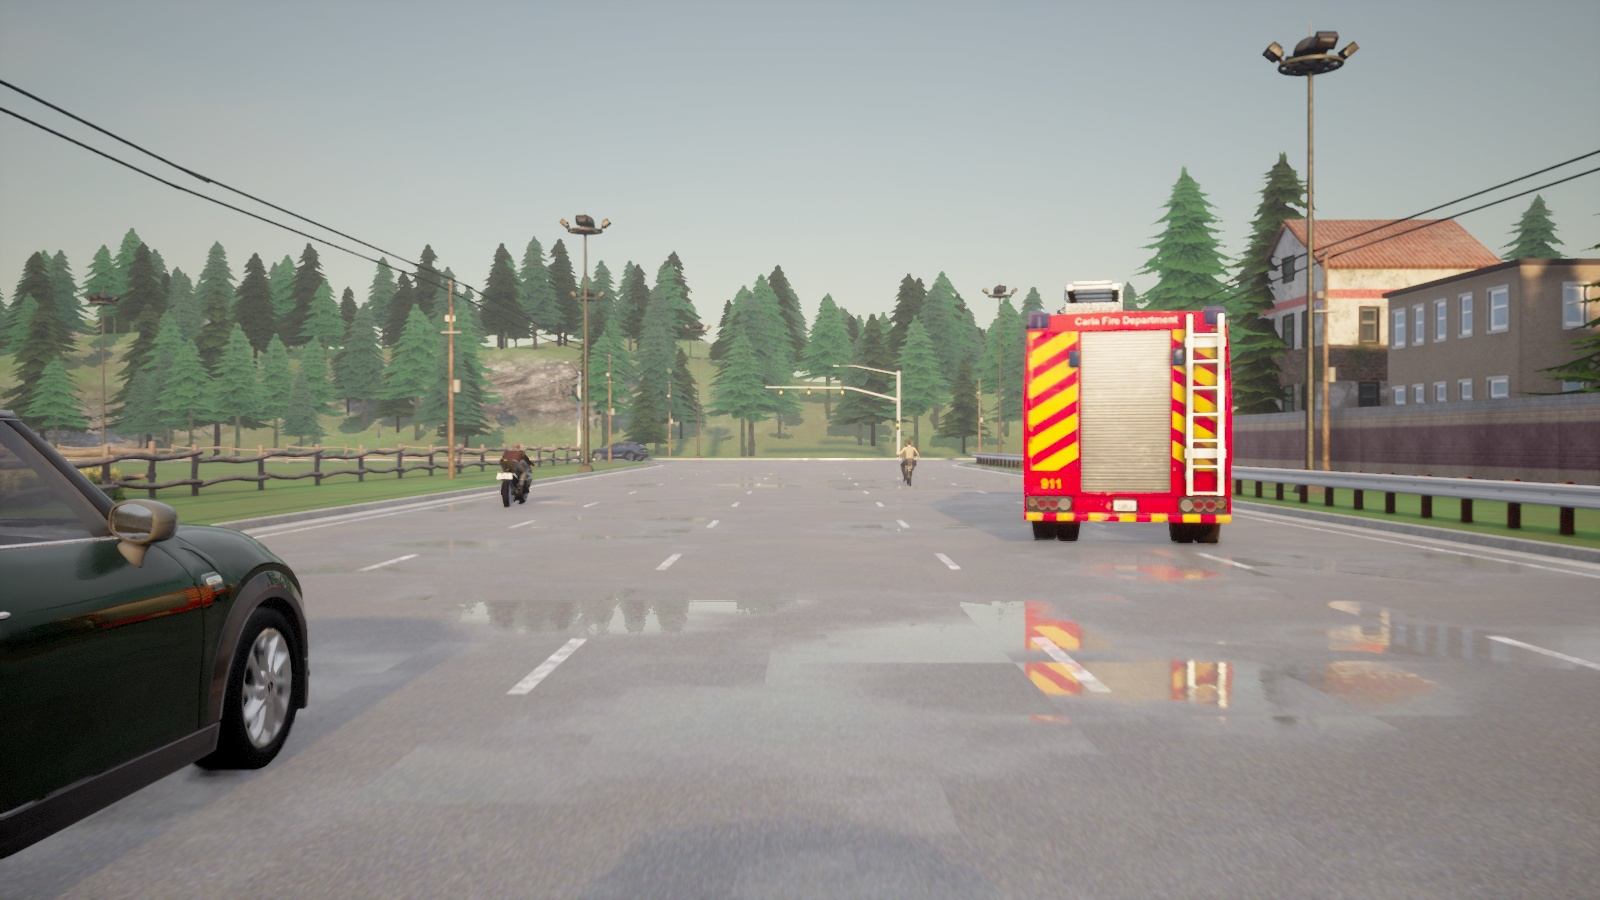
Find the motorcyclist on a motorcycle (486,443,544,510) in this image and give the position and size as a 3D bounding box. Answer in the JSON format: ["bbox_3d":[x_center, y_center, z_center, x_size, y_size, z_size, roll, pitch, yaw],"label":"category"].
[{"bbox_3d":[-6.813,0.606,30.111,0.866,1.530,2.191,0,0,0],"label":"motorcyclist on a motorcycle"}]

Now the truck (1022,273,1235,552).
[{"bbox_3d":[5.612,-0.536,21.704,2.891,3.827,8.468,0,0,14],"label":"truck"}]

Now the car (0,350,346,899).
[{"bbox_3d":[-3.460,0.578,4.359,2.097,1.767,4.553,0,0,0],"label":"car"}]
